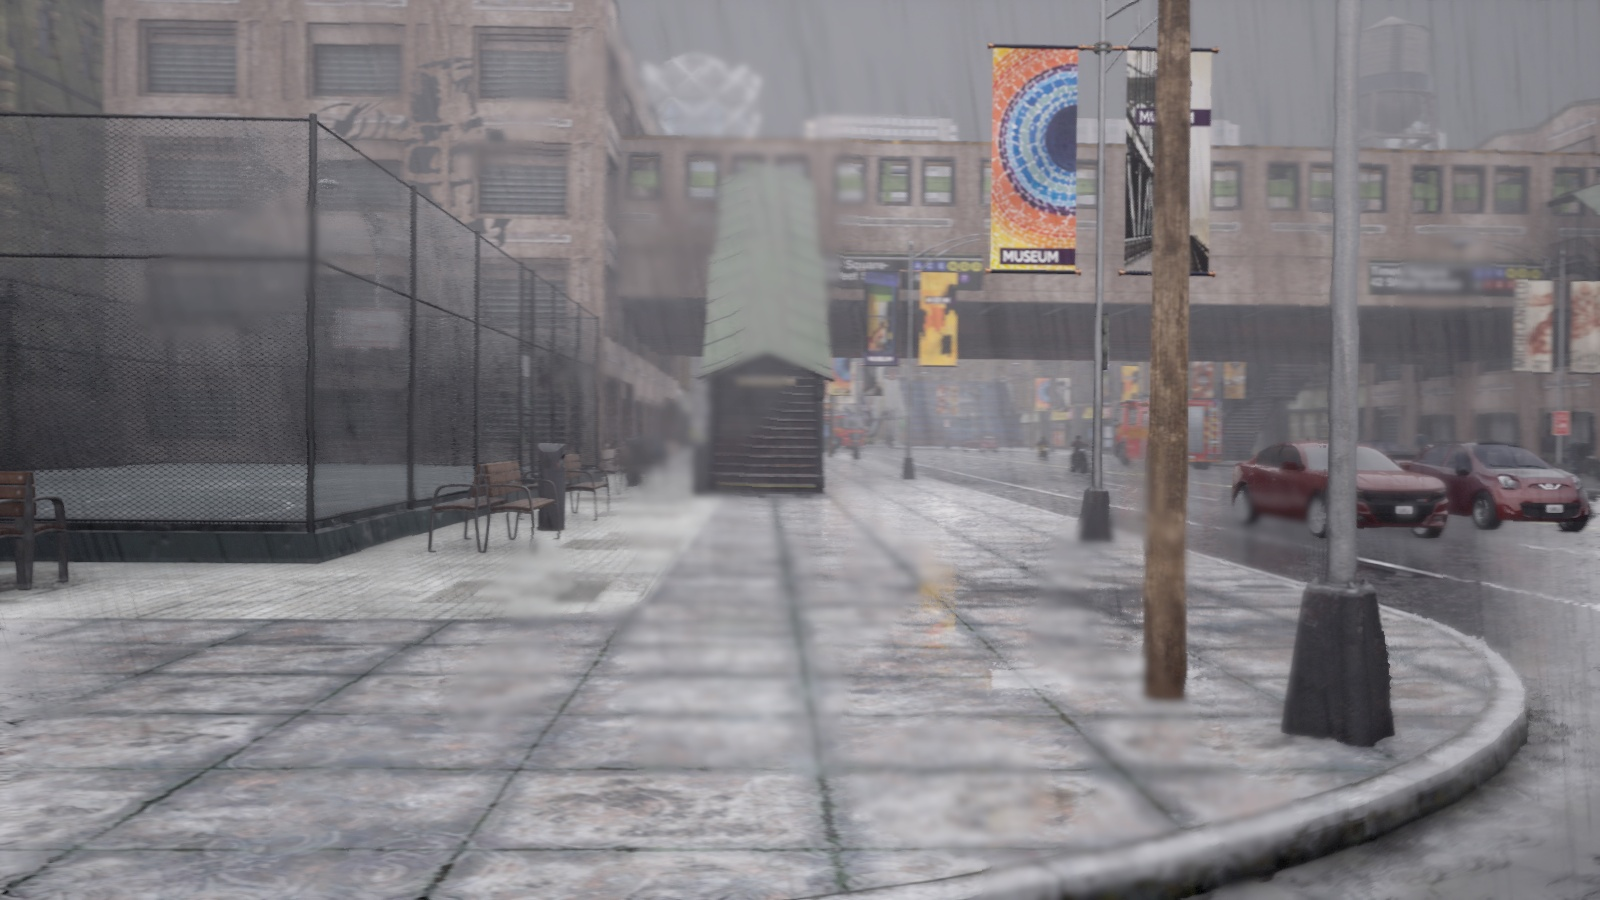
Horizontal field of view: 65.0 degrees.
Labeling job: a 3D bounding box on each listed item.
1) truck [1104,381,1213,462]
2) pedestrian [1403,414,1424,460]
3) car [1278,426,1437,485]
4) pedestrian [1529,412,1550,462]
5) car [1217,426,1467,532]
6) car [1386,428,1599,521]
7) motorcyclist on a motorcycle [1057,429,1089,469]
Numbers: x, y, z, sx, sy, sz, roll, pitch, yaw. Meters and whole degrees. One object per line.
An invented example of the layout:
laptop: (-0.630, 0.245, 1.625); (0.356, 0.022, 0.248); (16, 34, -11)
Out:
truck: (18.132, -1.415, 64.210); (2.891, 3.827, 8.468); (-1, 1, -2)
pedestrian: (26.462, -0.561, 54.166); (0.423, 1.949, 0.788); (-1, 1, -9)
car: (15.401, 0.118, 35.020); (2.128, 1.511, 4.902); (-1, 1, -2)
pedestrian: (27.828, -0.487, 47.249); (0.431, 1.840, 0.703); (-1, 1, 5)
car: (8.824, 0.400, 20.994); (1.882, 1.535, 5.008); (-1, 1, -2)
car: (12.281, 0.377, 22.438); (1.845, 1.501, 3.633); (-1, 1, -2)
motorcyclist on a motorcycle: (11.451, -0.072, 52.780); (0.766, 1.649, 2.350); (-1, 1, -1)
